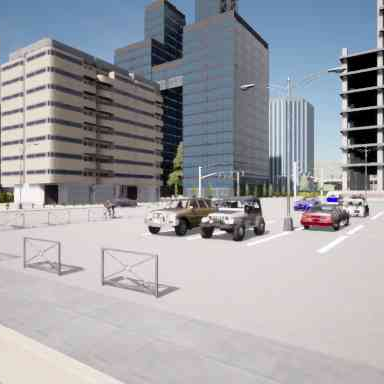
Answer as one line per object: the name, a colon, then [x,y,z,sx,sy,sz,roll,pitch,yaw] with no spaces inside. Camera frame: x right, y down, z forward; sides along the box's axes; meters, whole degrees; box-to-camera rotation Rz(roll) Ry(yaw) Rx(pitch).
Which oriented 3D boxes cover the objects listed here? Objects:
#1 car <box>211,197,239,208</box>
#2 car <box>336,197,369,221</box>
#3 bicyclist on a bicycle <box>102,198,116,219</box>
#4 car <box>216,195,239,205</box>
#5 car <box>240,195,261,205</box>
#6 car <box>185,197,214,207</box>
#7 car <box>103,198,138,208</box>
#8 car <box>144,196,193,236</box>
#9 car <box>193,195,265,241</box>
car: [5.060,1.547,50.513,2.033,1.411,5.357,0,0,33]
car: [14.033,1.395,28.634,1.970,1.475,3.806,0,0,34]
bicyclist on a bicycle: [-6.582,1.302,26.262,1.656,1.620,0.582,0,0,34]
car: [6.281,1.352,58.820,2.097,1.767,4.553,0,0,34]
car: [10.317,1.352,58.394,2.097,1.767,4.553,0,0,34]
car: [1.247,1.492,51.185,2.128,1.511,4.902,0,0,34]
car: [-10.059,1.547,47.120,2.033,1.411,5.357,0,0,34]
car: [-0.334,1.153,17.314,1.932,1.855,4.605,0,0,34]
car: [2.037,1.156,15.653,1.905,1.878,3.866,0,0,34]
